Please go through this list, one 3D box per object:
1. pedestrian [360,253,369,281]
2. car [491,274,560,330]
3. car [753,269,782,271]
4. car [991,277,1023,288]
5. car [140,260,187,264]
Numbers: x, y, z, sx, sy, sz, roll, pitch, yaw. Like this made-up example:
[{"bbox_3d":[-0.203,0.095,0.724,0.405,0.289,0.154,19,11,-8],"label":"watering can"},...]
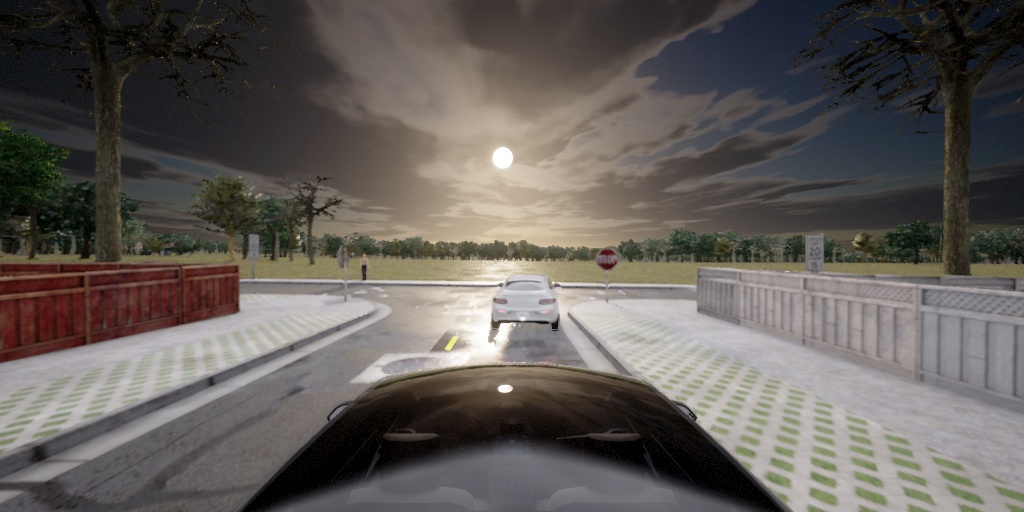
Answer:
[{"bbox_3d":[-9.730,0.732,23.629,0.375,1.860,0.375,0,-1,0],"label":"pedestrian"},{"bbox_3d":[0.489,1.267,11.005,1.812,1.442,4.674,0,0,6],"label":"car"},{"bbox_3d":[14.550,1.477,20.923,4.674,1.442,1.812,1,0,0],"label":"car"},{"bbox_3d":[25.277,1.717,18.074,4.718,1.301,1.895,1,0,0],"label":"car"},{"bbox_3d":[-16.934,0.988,17.707,5.008,1.535,1.882,1,0,0],"label":"car"}]
